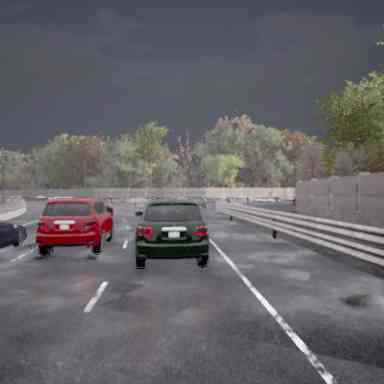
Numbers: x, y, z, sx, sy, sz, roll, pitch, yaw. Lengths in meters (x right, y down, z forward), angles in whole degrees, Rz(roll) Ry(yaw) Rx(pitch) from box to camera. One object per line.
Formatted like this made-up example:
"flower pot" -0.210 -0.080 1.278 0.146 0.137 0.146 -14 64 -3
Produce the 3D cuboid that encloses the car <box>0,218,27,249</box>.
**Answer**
"car" -7.880 1.596 12.238 2.033 1.411 5.357 0 0 -8

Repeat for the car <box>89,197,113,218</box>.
"car" -8.921 1.432 32.319 2.097 1.767 4.553 0 0 -18

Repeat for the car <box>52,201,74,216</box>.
"car" -13.569 1.666 35.094 1.994 1.385 4.181 0 0 -19

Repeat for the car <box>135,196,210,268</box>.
"car" -0.785 1.240 11.565 2.150 2.045 5.566 0 0 -7

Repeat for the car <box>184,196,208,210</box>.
"car" 0.581 1.409 44.077 2.097 1.767 4.553 0 0 16

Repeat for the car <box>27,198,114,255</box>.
"car" -4.566 1.259 13.687 2.150 2.045 5.566 0 0 -7
